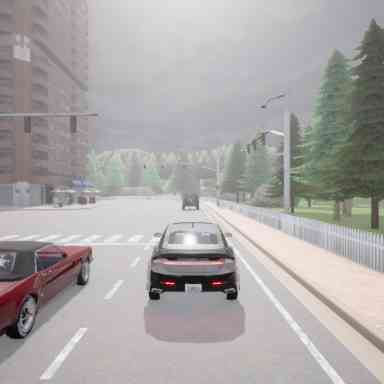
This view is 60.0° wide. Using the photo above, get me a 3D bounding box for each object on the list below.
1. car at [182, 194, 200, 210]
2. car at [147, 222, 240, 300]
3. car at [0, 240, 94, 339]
[{"bbox_3d":[-0.173,1.221,43.798,2.150,2.045,5.566,0,0,-1],"label":"car"},{"bbox_3d":[0.024,1.492,8.350,2.128,1.511,4.902,0,0,0],"label":"car"},{"bbox_3d":[-3.449,1.601,6.502,1.895,1.301,4.718,0,0,0],"label":"car"}]
